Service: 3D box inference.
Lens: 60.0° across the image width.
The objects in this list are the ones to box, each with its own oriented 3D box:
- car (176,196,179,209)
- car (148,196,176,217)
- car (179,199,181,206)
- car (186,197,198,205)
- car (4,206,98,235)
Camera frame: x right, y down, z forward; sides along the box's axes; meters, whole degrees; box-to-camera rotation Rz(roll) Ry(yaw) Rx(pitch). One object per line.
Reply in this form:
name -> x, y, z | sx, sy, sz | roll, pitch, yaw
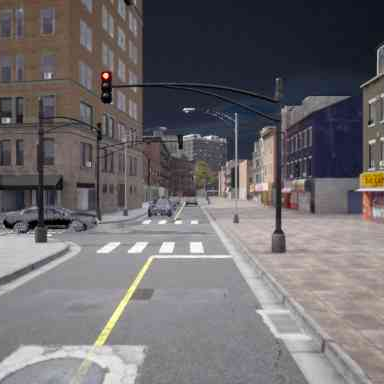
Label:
car -> -2.890, 1.510, 41.414 | 1.837, 1.490, 4.892 | 0, 0, 0
car -> -2.880, 1.355, 31.197 | 2.097, 1.767, 4.553 | 0, 0, 0
car -> -2.890, 1.517, 55.519 | 1.837, 1.490, 4.892 | 0, 0, 0
car -> -0.056, 1.578, 57.023 | 1.994, 1.385, 4.181 | 0, 0, 0
car -> -7.869, 1.524, 18.785 | 4.902, 1.511, 2.128 | 0, 0, -7
